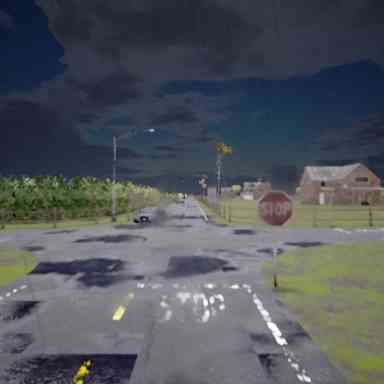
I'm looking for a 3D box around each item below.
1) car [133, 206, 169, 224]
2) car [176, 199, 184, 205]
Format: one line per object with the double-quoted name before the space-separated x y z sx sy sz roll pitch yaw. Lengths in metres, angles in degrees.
"car" -3.186 1.844 26.782 1.994 1.385 4.181 0 0 11
"car" -2.766 2.284 78.440 2.033 1.411 5.357 0 -1 0
